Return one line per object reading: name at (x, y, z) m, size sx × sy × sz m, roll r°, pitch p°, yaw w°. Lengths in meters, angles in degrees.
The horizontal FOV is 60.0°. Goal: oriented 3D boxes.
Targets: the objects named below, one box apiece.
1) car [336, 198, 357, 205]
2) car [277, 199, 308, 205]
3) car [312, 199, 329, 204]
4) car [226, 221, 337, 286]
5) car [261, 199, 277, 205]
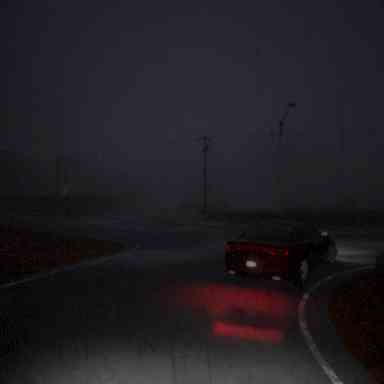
car at (31.743, 2.132, 68.419) m, size 3.866 × 1.878 × 1.905 m, roll 0°, pitch -1°, yaw 3°
car at (18.008, 2.015, 58.887) m, size 4.605 × 1.855 × 1.932 m, roll 0°, pitch -1°, yaw 3°
car at (31.831, 2.486, 81.910) m, size 4.193 × 1.474 × 1.816 m, roll 0°, pitch -1°, yaw 3°
car at (2.854, 1.596, 10.025) m, size 1.882 × 1.535 × 5.008 m, roll -1°, pitch -1°, yaw 35°
car at (18.923, 2.494, 81.344) m, size 3.905 × 1.438 × 1.784 m, roll 0°, pitch -1°, yaw 3°
